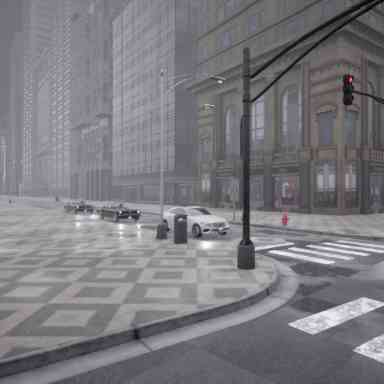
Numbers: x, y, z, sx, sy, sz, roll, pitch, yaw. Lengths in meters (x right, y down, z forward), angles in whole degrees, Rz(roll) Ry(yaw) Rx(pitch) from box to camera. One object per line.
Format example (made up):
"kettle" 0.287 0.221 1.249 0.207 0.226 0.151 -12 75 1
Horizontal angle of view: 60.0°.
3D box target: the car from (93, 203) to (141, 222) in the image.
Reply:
"car" -5.766 1.522 25.891 1.895 1.301 4.718 0 0 -35

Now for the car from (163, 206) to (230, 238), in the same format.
"car" -0.013 1.475 17.770 1.812 1.442 4.674 0 0 -37

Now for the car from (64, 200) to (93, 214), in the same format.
"car" -11.646 1.497 34.182 1.895 1.301 4.718 0 0 -35
